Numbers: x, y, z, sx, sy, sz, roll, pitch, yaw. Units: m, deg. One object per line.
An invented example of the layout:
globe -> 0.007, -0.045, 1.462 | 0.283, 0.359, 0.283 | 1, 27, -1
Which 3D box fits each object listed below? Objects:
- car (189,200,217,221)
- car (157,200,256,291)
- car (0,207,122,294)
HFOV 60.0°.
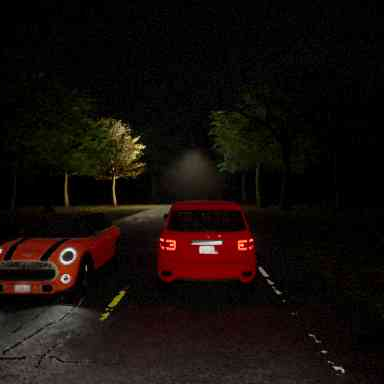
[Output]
car -> 0.892, 1.512, 28.173 | 2.128, 1.511, 4.902 | 0, 0, 1
car -> 0.351, 1.227, 9.199 | 2.150, 2.045, 5.566 | 0, 0, 1
car -> -3.363, 1.357, 8.953 | 2.097, 1.767, 4.553 | 0, 0, 2
